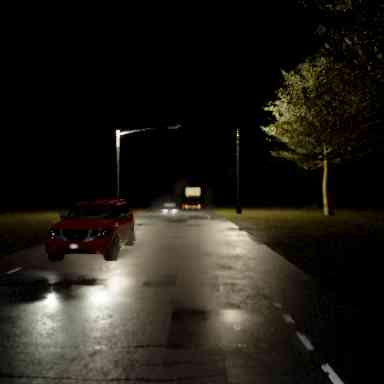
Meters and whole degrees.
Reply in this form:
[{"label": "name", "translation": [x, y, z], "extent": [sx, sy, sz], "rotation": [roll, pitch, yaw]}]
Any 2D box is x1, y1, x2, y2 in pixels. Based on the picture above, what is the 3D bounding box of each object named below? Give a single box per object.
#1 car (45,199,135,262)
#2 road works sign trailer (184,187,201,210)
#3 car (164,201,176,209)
[{"label": "car", "translation": [-3.615, 1.325, 12.937], "extent": [2.150, 2.045, 5.566], "rotation": [0, 0, 0]}, {"label": "road works sign trailer", "translation": [0.157, 0.995, 52.112], "extent": [2.380, 3.560, 2.880], "rotation": [0, -1, 2]}, {"label": "car", "translation": [-3.623, 2.172, 55.284], "extent": [1.895, 1.301, 4.718], "rotation": [0, -1, 0]}]
